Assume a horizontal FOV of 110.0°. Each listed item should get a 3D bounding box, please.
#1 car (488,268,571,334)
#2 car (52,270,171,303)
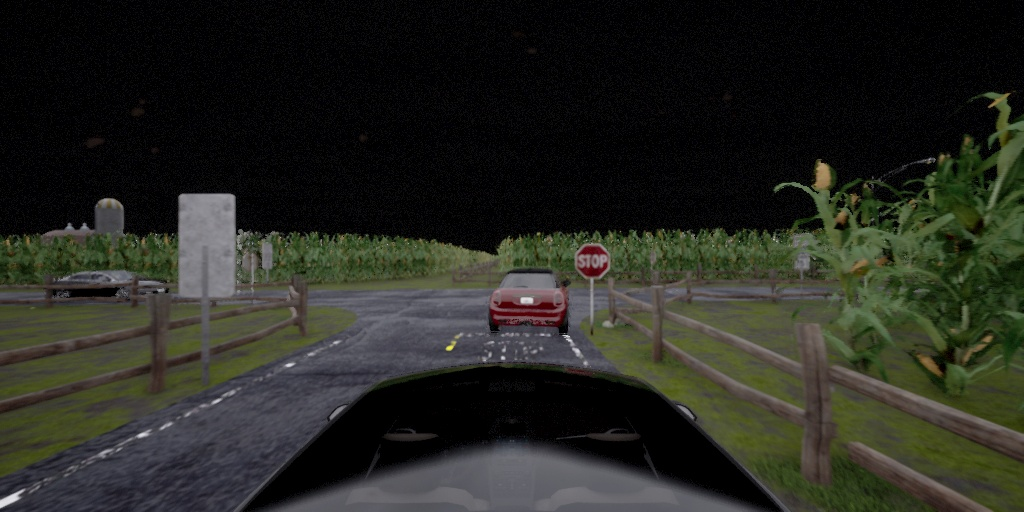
[{"bbox_3d":[0.716,1.150,11.058,2.097,1.767,4.553,0,0,9],"label":"car"},{"bbox_3d":[-20.126,1.483,18.082,4.902,1.511,2.128,0,0,0],"label":"car"}]
